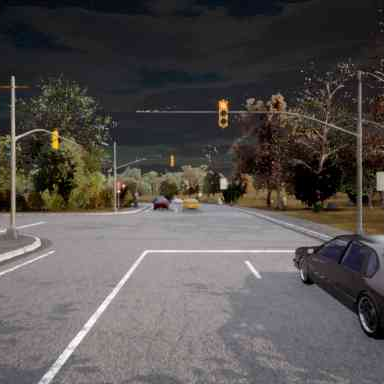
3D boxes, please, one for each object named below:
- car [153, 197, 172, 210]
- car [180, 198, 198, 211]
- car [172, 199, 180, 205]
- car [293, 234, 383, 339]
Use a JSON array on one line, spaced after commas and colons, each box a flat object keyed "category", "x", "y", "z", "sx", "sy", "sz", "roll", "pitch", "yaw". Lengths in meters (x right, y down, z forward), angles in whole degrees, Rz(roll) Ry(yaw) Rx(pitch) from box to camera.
[{"category": "car", "x": -3.960, "y": 1.677, "z": 43.422, "sx": 1.895, "sy": 1.301, "sz": 4.718, "roll": 0, "pitch": -1, "yaw": -2}, {"category": "car", "x": -0.229, "y": 1.543, "z": 42.605, "sx": 1.882, "sy": 1.535, "sz": 5.008, "roll": 0, "pitch": -1, "yaw": -2}, {"category": "car", "x": -3.966, "y": 2.339, "z": 82.175, "sx": 1.812, "sy": 1.442, "sz": 4.674, "roll": 0, "pitch": -1, "yaw": -22}, {"category": "car", "x": 3.611, "y": 1.547, "z": 6.493, "sx": 2.033, "sy": 1.411, "sz": 5.357, "roll": 0, "pitch": 0, "yaw": 0}]
